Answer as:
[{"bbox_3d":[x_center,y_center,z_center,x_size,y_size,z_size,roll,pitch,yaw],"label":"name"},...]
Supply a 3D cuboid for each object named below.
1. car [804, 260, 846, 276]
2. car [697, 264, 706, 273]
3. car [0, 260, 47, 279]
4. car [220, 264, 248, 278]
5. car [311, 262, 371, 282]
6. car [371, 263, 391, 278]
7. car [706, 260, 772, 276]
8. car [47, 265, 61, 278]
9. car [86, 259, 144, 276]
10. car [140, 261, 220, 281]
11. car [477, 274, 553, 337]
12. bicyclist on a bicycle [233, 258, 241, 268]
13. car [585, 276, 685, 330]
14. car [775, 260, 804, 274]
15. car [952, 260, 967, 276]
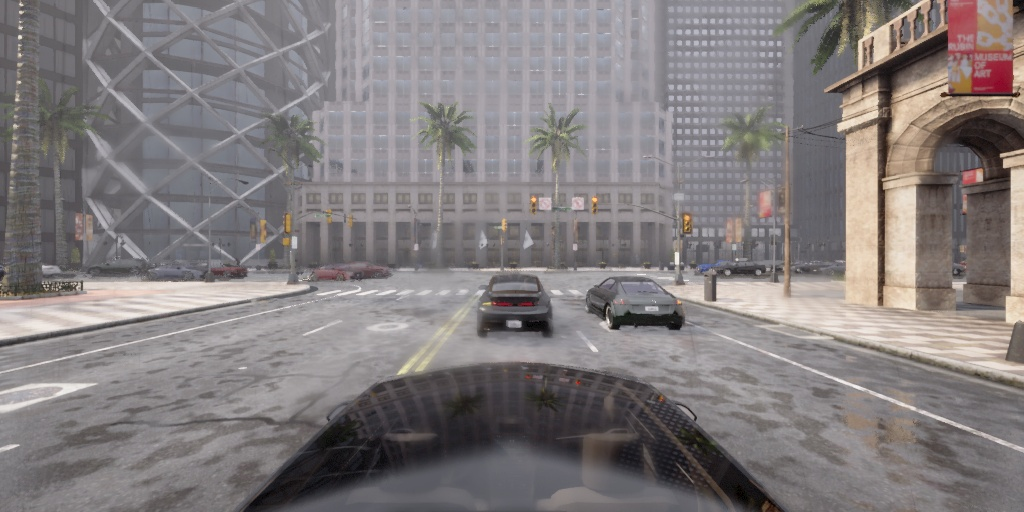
[{"bbox_3d":[33.063,1.314,36.733,4.181,1.385,1.994,0,0,0],"label":"car"},{"bbox_3d":[23.457,1.228,40.264,5.008,1.535,1.882,0,0,0],"label":"car"},{"bbox_3d":[-41.505,1.102,28.684,4.553,1.767,2.097,0,0,-31],"label":"car"},{"bbox_3d":[-27.116,1.351,32.840,4.718,1.301,1.895,0,0,-6],"label":"car"},{"bbox_3d":[-13.732,1.314,28.357,4.181,1.385,1.994,0,0,20],"label":"car"},{"bbox_3d":[-13.596,1.276,33.149,4.674,1.442,1.812,0,0,0],"label":"car"},{"bbox_3d":[23.195,1.228,36.765,5.008,1.535,1.882,0,0,0],"label":"car"},{"bbox_3d":[-43.707,1.276,31.787,4.674,1.442,1.812,0,0,-29],"label":"car"},{"bbox_3d":[-40.556,1.102,37.102,4.553,1.767,2.097,0,0,-21],"label":"car"},{"bbox_3d":[-27.037,1.313,29.338,4.181,1.385,1.994,0,0,-5],"label":"car"},{"bbox_3d":[0.080,1.255,10.293,1.837,1.490,4.892,0,0,0],"label":"car"},{"bbox_3d":[-35.735,1.051,46.614,0.582,1.620,1.656,0,0,-12],"label":"bicyclist on a bicycle"},{"bbox_3d":[3.584,1.314,11.158,1.994,1.385,4.181,0,0,0],"label":"car"},{"bbox_3d":[33.030,1.241,40.231,4.902,1.511,2.128,0,0,0],"label":"car"},{"bbox_3d":[43.029,1.242,36.683,4.902,1.511,2.128,0,0,0],"label":"car"}]
